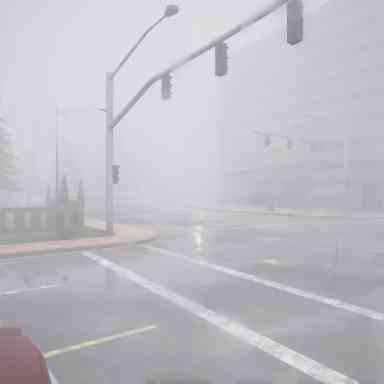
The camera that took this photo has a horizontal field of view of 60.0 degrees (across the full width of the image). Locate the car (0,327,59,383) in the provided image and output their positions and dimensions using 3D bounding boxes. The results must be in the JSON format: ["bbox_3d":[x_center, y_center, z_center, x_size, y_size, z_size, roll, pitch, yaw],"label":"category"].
[{"bbox_3d":[-3.096,1.601,1.571,4.718,1.301,1.895,0,0,-35],"label":"car"}]
